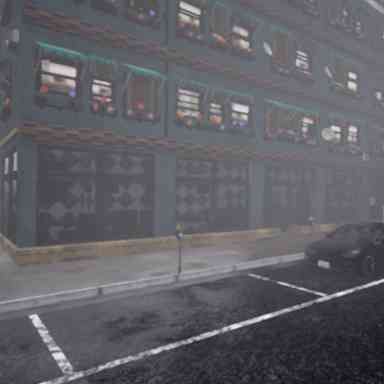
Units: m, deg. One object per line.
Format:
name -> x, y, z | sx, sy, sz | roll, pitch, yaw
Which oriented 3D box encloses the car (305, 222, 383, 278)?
car -> 5.403, 1.632, 10.411 | 4.313, 1.339, 1.947 | 0, 0, -36
